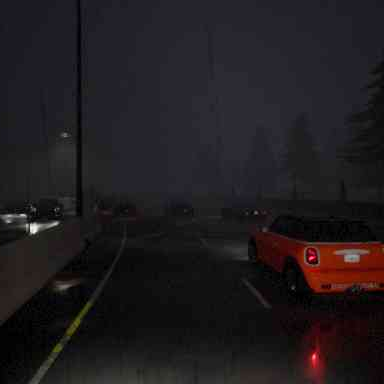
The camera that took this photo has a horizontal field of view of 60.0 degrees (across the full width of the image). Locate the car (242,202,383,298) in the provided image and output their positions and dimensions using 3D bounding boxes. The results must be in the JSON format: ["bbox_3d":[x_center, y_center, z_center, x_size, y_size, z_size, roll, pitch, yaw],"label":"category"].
[{"bbox_3d":[2.962,1.323,8.673,2.097,1.767,4.553,0,0,-5],"label":"car"}]

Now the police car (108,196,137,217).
[{"bbox_3d":[-6.395,1.360,31.200,1.930,1.638,5.238,0,0,-19],"label":"police car"}]

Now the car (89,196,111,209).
[{"bbox_3d":[-12.779,1.367,46.061,1.801,1.575,5.366,0,0,-28],"label":"car"}]

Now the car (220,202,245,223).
[{"bbox_3d":[3.758,1.475,25.113,2.033,1.411,5.357,0,0,-14],"label":"car"}]

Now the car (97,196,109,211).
[{"bbox_3d":[-10.032,1.270,40.435,2.097,1.767,4.553,0,0,-24],"label":"car"}]

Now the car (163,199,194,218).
[{"bbox_3d":[-1.282,1.404,29.924,1.882,1.535,5.008,0,0,-17],"label":"car"}]
